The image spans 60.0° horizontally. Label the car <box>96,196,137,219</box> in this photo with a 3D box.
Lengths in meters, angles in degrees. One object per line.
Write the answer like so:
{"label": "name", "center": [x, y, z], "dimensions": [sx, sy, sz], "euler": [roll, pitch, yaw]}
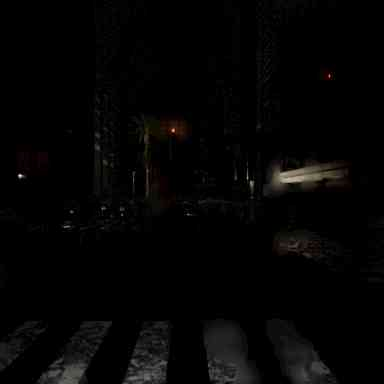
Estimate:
{"label": "car", "center": [-6.567, 1.416, 29.454], "dimensions": [2.097, 1.767, 4.553], "euler": [0, 0, 0]}

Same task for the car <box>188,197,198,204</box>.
{"label": "car", "center": [0.175, 1.790, 69.936], "dimensions": [1.994, 1.385, 4.181], "euler": [0, 0, 0]}

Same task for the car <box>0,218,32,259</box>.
{"label": "car", "center": [-6.591, 1.529, 10.047], "dimensions": [1.812, 1.442, 4.674], "euler": [0, 0, 0]}

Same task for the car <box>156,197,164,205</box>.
{"label": "car", "center": [-6.432, 1.686, 63.786], "dimensions": [1.882, 1.535, 5.008], "euler": [0, 0, 0]}

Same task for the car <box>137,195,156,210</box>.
{"label": "car", "center": [-6.543, 1.597, 45.726], "dimensions": [1.882, 1.535, 5.008], "euler": [0, 0, 0]}

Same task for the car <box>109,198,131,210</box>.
{"label": "car", "center": [-9.792, 1.596, 45.652], "dimensions": [1.882, 1.535, 5.008], "euler": [0, 0, 0]}

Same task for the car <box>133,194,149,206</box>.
{"label": "car", "center": [-9.682, 1.509, 63.819], "dimensions": [2.150, 2.045, 5.566], "euler": [0, 0, 0]}

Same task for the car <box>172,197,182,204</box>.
{"label": "car", "center": [-3.075, 1.789, 69.914], "dimensions": [1.994, 1.385, 4.181], "euler": [0, 0, 0]}

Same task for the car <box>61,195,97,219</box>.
{"label": "car", "center": [-9.810, 1.288, 29.988], "dimensions": [2.150, 2.045, 5.566], "euler": [0, 0, 1]}
